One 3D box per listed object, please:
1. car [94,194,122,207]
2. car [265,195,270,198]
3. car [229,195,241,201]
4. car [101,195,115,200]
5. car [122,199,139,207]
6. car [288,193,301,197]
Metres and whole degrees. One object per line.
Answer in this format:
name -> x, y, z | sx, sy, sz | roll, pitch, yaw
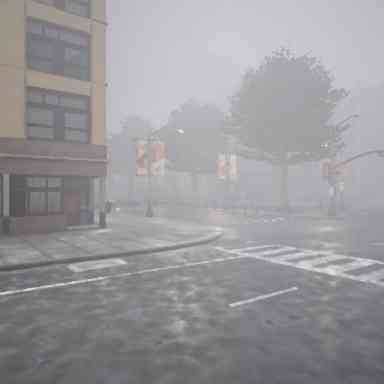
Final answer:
car -> -12.809, 1.516, 49.808 | 1.882, 1.535, 5.008 | 0, 0, -36
car -> 19.018, 1.460, 84.197 | 1.895, 1.301, 4.718 | 0, 0, -36
car -> 9.366, 1.410, 77.748 | 2.161, 1.482, 4.786 | 0, 0, -36
car -> -22.553, 1.509, 89.038 | 1.895, 1.301, 4.718 | 0, 0, -36
car -> -9.950, 1.662, 51.828 | 1.895, 1.301, 4.718 | 0, 0, -36
car -> 19.842, 1.317, 70.265 | 2.002, 1.452, 4.674 | 0, 0, -36
